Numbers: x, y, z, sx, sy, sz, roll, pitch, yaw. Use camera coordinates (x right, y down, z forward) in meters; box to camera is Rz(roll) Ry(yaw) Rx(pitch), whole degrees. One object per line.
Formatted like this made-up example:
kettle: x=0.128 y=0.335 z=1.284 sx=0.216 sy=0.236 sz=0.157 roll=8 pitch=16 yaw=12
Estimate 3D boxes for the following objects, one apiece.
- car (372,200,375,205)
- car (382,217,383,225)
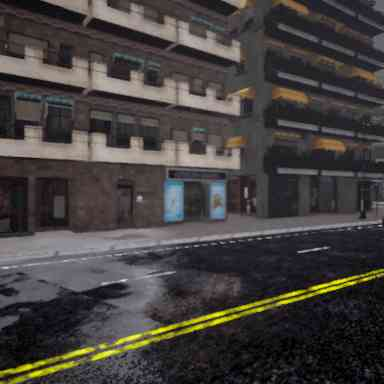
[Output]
car: x=20.955 y=1.039 z=42.644 sx=4.403 sy=1.369 sz=2.008 roll=2 pitch=0 yaw=40
car: x=13.792 y=1.473 z=20.685 sx=4.674 sy=1.442 sz=1.812 roll=0 pitch=0 yaw=-32
